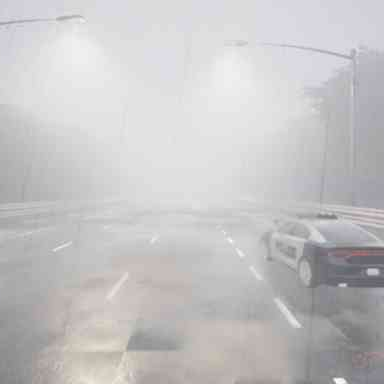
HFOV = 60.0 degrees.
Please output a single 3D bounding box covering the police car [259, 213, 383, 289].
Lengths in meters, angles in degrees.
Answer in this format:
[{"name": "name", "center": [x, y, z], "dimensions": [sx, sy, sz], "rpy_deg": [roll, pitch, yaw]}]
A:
[{"name": "police car", "center": [3.382, 1.407, 9.274], "dimensions": [1.930, 1.638, 5.238], "rpy_deg": [1, 0, -6]}]
